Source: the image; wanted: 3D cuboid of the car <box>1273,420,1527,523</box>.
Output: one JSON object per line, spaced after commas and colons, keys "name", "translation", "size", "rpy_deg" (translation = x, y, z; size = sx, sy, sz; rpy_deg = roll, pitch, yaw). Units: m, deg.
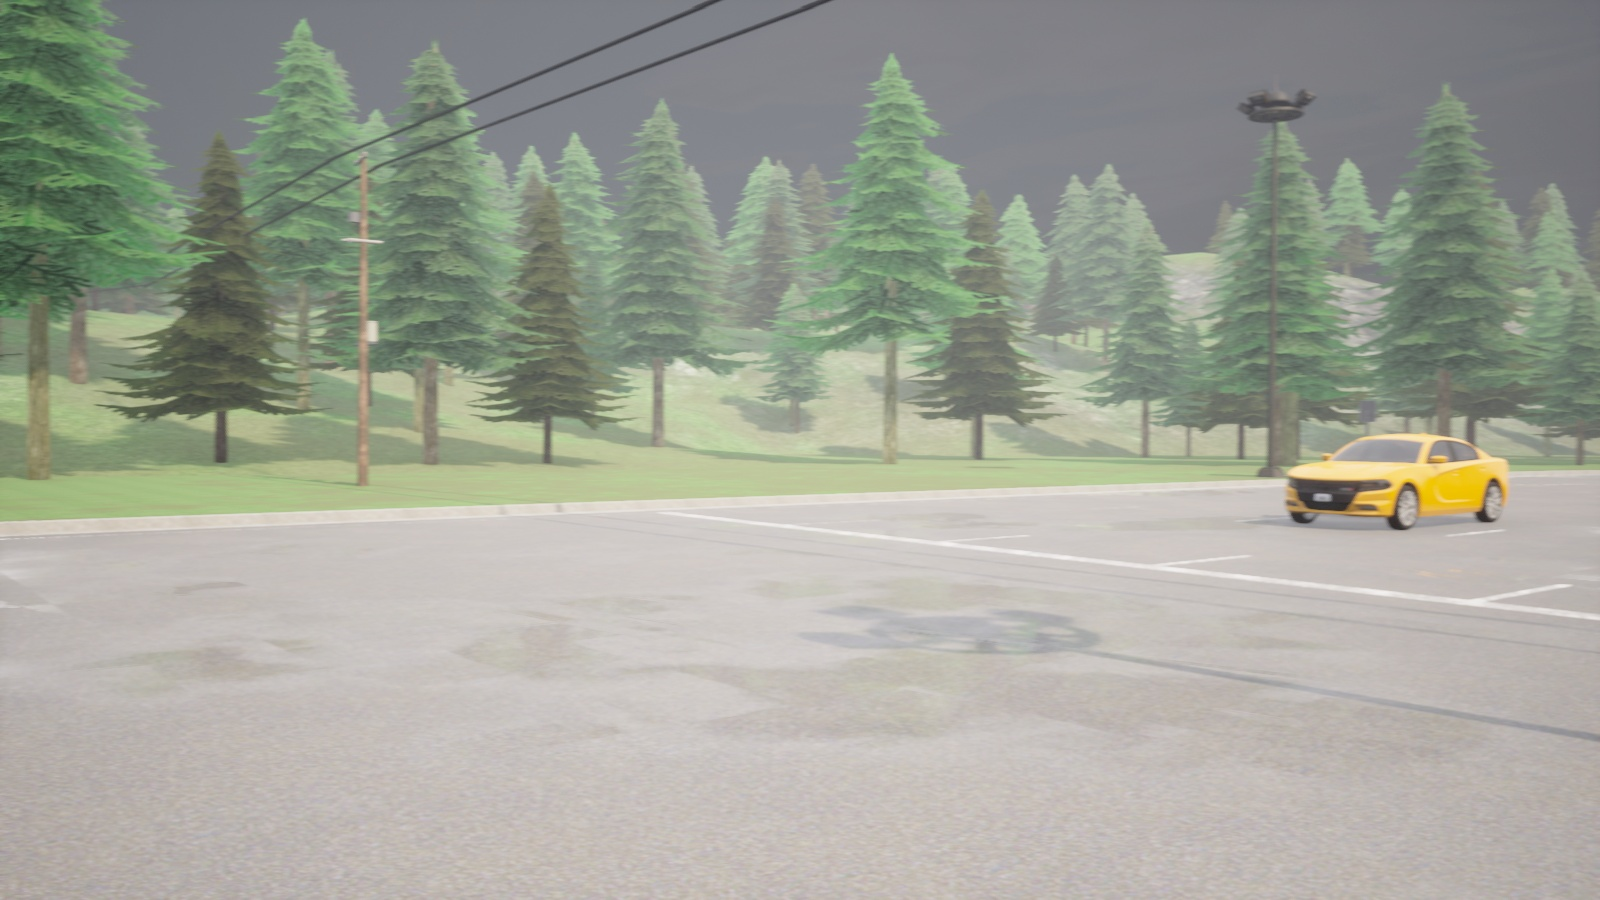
{"name": "car", "translation": [10.230, 0.282, 21.230], "size": [5.008, 1.535, 1.882], "rpy_deg": [-1, 1, -39]}
